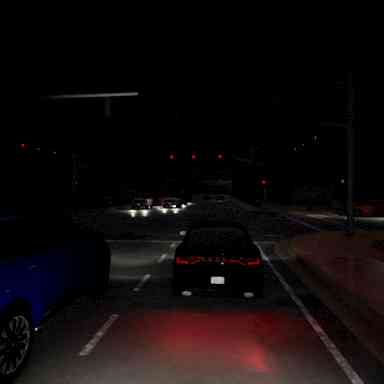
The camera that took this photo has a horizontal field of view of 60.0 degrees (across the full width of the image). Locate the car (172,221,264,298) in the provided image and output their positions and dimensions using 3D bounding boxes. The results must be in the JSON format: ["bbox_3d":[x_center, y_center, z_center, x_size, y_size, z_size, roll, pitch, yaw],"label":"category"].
[{"bbox_3d":[0.652,1.479,8.613,1.882,1.535,5.008,0,0,4],"label":"car"}]

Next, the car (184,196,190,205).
[{"bbox_3d":[-2.048,1.362,58.604,2.097,1.767,4.553,0,0,5],"label":"car"}]

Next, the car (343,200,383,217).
[{"bbox_3d":[16.766,1.483,30.964,5.008,1.535,1.882,0,0,5],"label":"car"}]

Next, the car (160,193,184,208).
[{"bbox_3d":[-2.864,1.230,48.948,2.150,2.045,5.566,0,0,5],"label":"car"}]

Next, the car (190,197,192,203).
[{"bbox_3d":[-1.082,1.576,69.407,1.994,1.385,4.181,0,0,5],"label":"car"}]

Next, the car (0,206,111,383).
[{"bbox_3d":[-3.070,1.222,5.506,2.150,2.045,5.566,0,0,3],"label":"car"}]

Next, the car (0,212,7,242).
[{"bbox_3d":[-9.731,1.603,13.184,1.895,1.301,4.718,0,0,4],"label":"car"}]

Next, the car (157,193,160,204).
[{"bbox_3d":[-5.809,1.231,55.702,2.150,2.045,5.566,0,0,5],"label":"car"}]

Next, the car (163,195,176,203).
[{"bbox_3d":[-4.607,1.490,69.251,1.882,1.535,5.008,0,0,5],"label":"car"}]

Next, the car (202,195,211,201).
[{"bbox_3d":[3.692,1.539,84.741,1.812,1.442,4.674,0,0,5],"label":"car"}]

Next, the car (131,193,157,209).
[{"bbox_3d":[-6.696,1.229,45.340,2.150,2.045,5.566,0,0,3],"label":"car"}]

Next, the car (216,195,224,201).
[{"bbox_3d":[7.208,1.567,84.800,1.994,1.385,4.181,0,0,5],"label":"car"}]
